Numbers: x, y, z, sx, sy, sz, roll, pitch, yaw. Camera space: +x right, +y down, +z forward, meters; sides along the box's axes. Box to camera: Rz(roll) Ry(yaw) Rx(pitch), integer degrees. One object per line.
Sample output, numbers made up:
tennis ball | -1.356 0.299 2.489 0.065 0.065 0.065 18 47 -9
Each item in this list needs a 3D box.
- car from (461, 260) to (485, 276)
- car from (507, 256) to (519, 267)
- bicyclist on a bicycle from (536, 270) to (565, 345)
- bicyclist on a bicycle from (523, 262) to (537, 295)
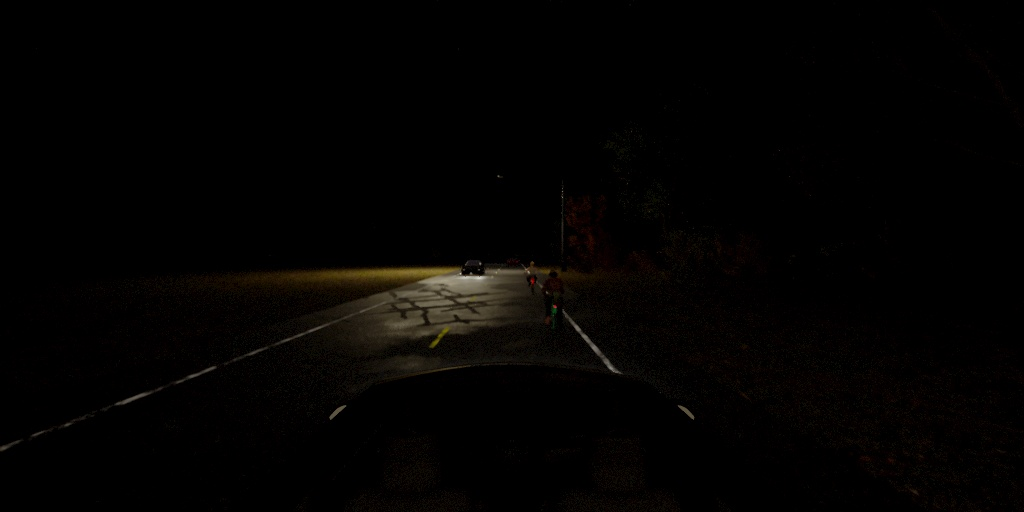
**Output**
car | -3.531 1.102 33.734 2.033 1.411 5.357 0 0 0
car | 0.207 0.954 57.917 2.033 1.411 5.357 0 0 0
bicyclist on a bicycle | 0.974 1.162 8.367 0.582 1.620 1.656 0 0 0
bicyclist on a bicycle | 1.008 1.087 17.955 0.866 1.612 1.509 0 0 0
